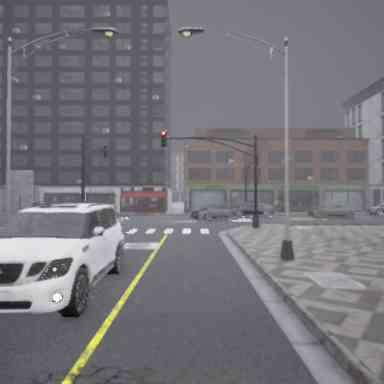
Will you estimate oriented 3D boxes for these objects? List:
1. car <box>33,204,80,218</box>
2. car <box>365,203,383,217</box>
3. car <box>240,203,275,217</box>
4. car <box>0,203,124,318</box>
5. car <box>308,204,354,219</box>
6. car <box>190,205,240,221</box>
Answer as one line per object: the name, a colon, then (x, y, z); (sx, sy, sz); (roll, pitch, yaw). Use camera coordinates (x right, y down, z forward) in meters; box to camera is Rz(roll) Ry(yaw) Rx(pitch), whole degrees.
car: (-14.601, 2.022, 36.019); (4.181, 1.385, 1.994); (0, -1, 0)
car: (21.401, 1.895, 36.011); (4.892, 1.490, 1.837); (0, -1, 0)
car: (6.508, 1.911, 36.014); (4.902, 1.511, 2.128); (0, -1, 0)
car: (-3.102, 1.311, 7.932); (2.150, 2.045, 5.566); (0, -1, 0)
car: (13.655, 1.909, 32.760); (4.181, 1.385, 1.994); (0, -1, 0)
car: (1.858, 1.885, 30.330); (4.181, 1.385, 1.994); (1, -2, -33)
